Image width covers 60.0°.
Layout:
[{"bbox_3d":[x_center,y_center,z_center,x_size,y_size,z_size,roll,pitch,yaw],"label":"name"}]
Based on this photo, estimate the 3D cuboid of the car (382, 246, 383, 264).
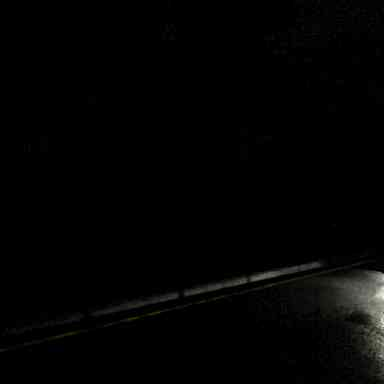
[{"bbox_3d":[7.626,1.342,9.858,4.553,1.767,2.097,0,0,-36],"label":"car"}]
